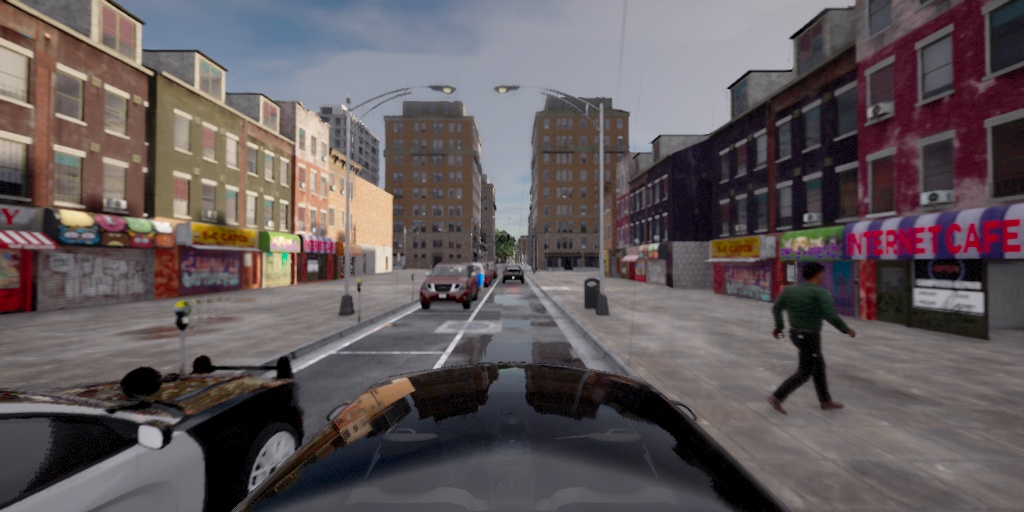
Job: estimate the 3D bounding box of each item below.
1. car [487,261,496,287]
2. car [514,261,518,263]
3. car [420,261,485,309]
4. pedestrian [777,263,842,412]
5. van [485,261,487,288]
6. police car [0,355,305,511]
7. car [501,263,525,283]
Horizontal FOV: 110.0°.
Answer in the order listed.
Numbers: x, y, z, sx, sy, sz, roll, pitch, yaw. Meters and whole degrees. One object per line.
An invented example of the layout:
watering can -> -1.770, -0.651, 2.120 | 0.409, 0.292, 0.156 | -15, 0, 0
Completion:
car -> -2.633, 1.348, 27.281 | 2.192, 1.841, 5.009 | 0, 0, 0
car -> 0.090, 1.730, 45.133 | 1.882, 1.535, 5.008 | 0, 0, 0
car -> -2.634, 1.218, 16.054 | 2.192, 1.841, 5.009 | 0, 0, 0
pedestrian -> 3.523, 0.919, 4.276 | 0.375, 1.860, 0.375 | 0, -1, 0
van -> -2.633, 1.308, 21.668 | 1.690, 1.789, 3.998 | 0, 0, 0
police car -> -2.749, 1.171, 1.263 | 1.930, 1.638, 5.238 | 0, -1, 0
car -> 0.103, 1.588, 31.759 | 1.837, 1.490, 4.892 | 0, -2, 0
